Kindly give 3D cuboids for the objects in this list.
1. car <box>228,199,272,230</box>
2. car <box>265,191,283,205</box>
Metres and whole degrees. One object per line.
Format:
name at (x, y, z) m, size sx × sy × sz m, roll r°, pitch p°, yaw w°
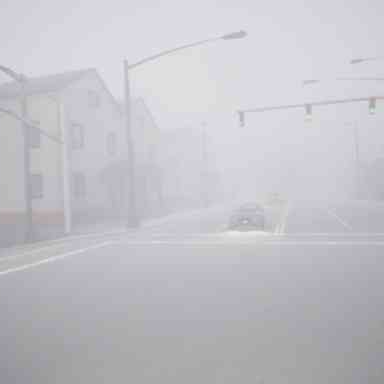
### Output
car at (3.403, 1.383, 19.670) m, size 1.994 × 1.385 × 4.181 m, roll -3°, pitch 0°, yaw 17°
car at (10.517, 0.707, 42.603) m, size 2.097 × 1.767 × 4.553 m, roll -3°, pitch 0°, yaw 17°
